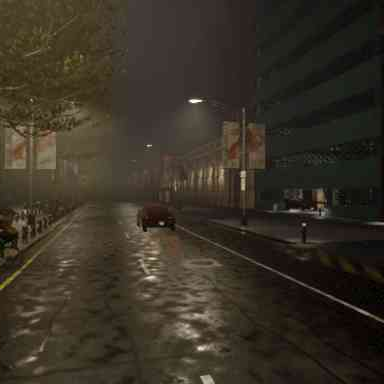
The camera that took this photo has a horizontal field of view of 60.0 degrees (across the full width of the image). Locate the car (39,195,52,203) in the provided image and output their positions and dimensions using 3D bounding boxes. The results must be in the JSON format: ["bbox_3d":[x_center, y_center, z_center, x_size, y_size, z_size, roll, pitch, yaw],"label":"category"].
[{"bbox_3d":[-31.900,1.478,72.688,1.882,1.535,5.008,0,0,-15],"label":"car"}]

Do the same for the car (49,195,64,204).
[{"bbox_3d":[-24.995,1.505,60.256,1.837,1.490,4.892,0,0,-14],"label":"car"}]

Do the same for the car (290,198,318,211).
[{"bbox_3d":[12.642,1.413,38.946,2.161,1.482,4.786,0,0,-15],"label":"car"}]

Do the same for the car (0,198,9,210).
[{"bbox_3d":[-25.953,1.547,41.629,2.033,1.411,5.357,0,0,20],"label":"car"}]

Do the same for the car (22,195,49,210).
[{"bbox_3d":[-20.568,1.354,43.465,2.097,1.767,4.553,0,0,-15],"label":"car"}]

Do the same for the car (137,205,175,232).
[{"bbox_3d":[-2.248,1.526,20.227,1.812,1.442,4.674,0,0,-15],"label":"car"}]

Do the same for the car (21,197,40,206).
[{"bbox_3d":[-27.933,1.547,57.695,2.033,1.411,5.357,0,0,-14],"label":"car"}]

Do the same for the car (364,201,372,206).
[{"bbox_3d":[23.954,1.463,41.554,1.895,1.301,4.718,0,0,-15],"label":"car"}]

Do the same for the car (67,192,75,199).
[{"bbox_3d":[-32.785,0.909,89.553,2.150,2.045,5.566,0,0,-15],"label":"car"}]

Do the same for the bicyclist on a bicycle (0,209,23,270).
[{"bbox_3d":[-5.482,1.309,9.308,1.656,1.620,0.582,15,-4,-13],"label":"bicyclist on a bicycle"}]

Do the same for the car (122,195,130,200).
[{"bbox_3d":[-18.375,1.595,92.758,1.895,1.301,4.718,0,0,-15],"label":"car"}]

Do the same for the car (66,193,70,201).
[{"bbox_3d":[-28.861,1.478,74.871,1.882,1.535,5.008,0,0,-15],"label":"car"}]

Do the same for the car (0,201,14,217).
[{"bbox_3d":[-16.346,1.563,27.661,1.994,1.385,4.181,0,0,-15],"label":"car"}]
